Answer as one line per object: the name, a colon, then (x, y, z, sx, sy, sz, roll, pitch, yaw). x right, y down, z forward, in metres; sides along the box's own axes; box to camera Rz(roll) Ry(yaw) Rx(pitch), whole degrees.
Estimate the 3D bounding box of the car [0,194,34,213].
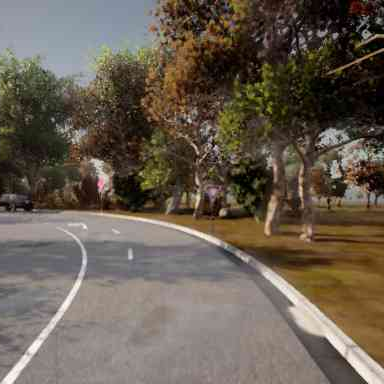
car: (-20.697, 1.235, 38.053, 5.566, 2.045, 2.150, 0, 0, 25)
